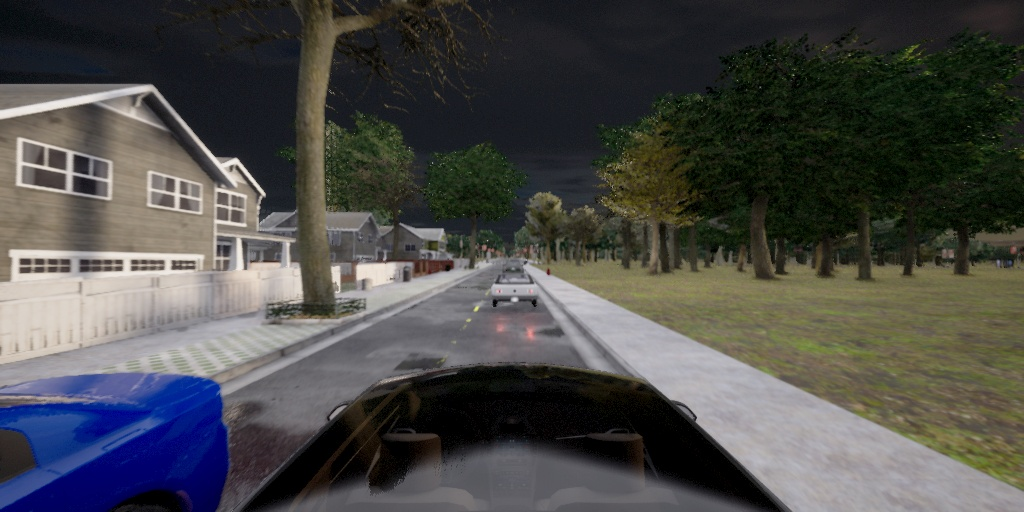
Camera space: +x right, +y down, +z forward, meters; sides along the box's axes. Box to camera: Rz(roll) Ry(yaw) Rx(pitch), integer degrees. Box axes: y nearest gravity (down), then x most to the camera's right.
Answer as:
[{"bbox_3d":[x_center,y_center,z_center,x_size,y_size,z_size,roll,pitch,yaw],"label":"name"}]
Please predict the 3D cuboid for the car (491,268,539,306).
[{"bbox_3d":[0.108,1.404,16.076,1.895,1.301,4.718,0,0,0],"label":"car"}]

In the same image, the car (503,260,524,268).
[{"bbox_3d":[0.117,1.219,36.173,2.097,1.767,4.553,0,0,0],"label":"car"}]

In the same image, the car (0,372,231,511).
[{"bbox_3d":[-2.850,1.222,0.320,1.882,1.535,5.008,0,0,0],"label":"car"}]
